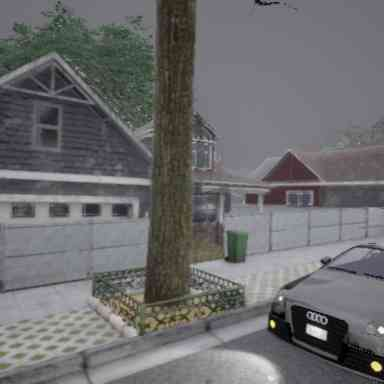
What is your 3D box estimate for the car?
[{"bbox_3d":[3.166,1.576,5.335,4.181,1.385,1.994,0,0,-36],"label":"car"}]
